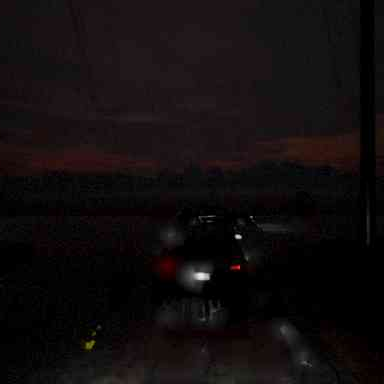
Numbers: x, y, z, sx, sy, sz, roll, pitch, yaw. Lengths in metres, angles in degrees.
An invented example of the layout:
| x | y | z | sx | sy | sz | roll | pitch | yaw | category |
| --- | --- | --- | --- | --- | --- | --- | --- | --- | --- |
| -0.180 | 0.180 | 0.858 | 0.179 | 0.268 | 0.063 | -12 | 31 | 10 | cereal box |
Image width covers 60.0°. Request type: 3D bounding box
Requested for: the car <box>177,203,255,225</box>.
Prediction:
| x | y | z | sx | sy | sz | roll | pitch | yaw | category |
| --- | --- | --- | --- | --- | --- | --- | --- | --- | --- |
| 1.511 | 1.451 | 21.136 | 4.892 | 1.490 | 1.837 | 0 | 1 | 1 | car |

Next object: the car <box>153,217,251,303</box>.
| x | y | z | sx | sy | sz | roll | pitch | yaw | category |
| --- | --- | --- | --- | --- | --- | --- | --- | --- | --- |
| 0.301 | 1.542 | 8.207 | 1.994 | 1.385 | 4.181 | 0 | 0 | 4 | car |
